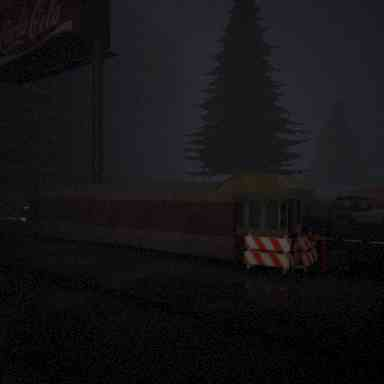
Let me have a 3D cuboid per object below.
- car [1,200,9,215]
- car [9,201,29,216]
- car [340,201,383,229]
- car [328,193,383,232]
[{"bbox_3d":[-18.694,1.491,31.092,2.128,1.511,4.902,0,0,35],"label":"car"},{"bbox_3d":[-14.172,1.352,31.426,2.097,1.767,4.553,0,0,35],"label":"car"},{"bbox_3d":[11.219,1.338,19.680,4.193,1.474,1.816,0,0,35],"label":"car"},{"bbox_3d":[9.282,1.149,17.621,3.866,1.878,1.905,0,0,35],"label":"car"}]
